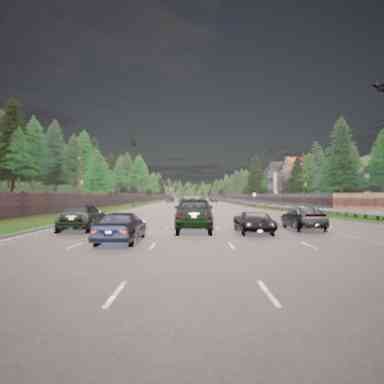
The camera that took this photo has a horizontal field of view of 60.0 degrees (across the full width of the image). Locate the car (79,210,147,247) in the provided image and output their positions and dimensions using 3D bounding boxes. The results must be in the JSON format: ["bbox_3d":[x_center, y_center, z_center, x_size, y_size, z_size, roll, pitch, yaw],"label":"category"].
[{"bbox_3d":[-3.391,1.710,15.992,2.033,1.411,5.357,0,-1,0],"label":"car"}]

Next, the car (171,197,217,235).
[{"bbox_3d":[0.111,1.429,20.497,2.150,2.045,5.566,0,-1,0],"label":"car"}]

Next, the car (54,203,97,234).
[{"bbox_3d":[-6.889,1.566,21.090,2.097,1.767,4.553,0,-1,0],"label":"car"}]

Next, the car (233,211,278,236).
[{"bbox_3d":[3.610,1.802,19.826,1.895,1.301,4.718,0,-1,0],"label":"car"}]

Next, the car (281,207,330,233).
[{"bbox_3d":[7.111,1.707,21.340,2.128,1.511,4.902,0,-1,0],"label":"car"}]
